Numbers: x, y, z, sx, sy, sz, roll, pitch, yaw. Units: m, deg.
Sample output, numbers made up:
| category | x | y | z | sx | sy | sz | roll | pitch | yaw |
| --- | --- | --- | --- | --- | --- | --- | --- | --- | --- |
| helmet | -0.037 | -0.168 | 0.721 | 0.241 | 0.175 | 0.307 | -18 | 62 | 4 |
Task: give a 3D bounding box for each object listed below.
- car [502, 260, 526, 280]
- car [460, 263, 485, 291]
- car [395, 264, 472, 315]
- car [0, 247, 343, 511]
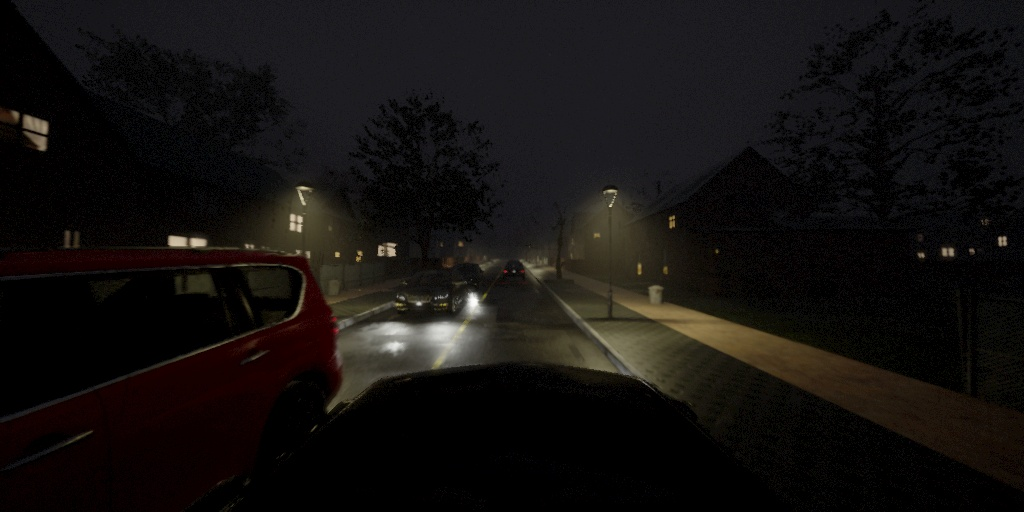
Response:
| category | x | y | z | sx | sy | sz | roll | pitch | yaw |
| --- | --- | --- | --- | --- | --- | --- | --- | --- | --- |
| car | 0.171 | 1.184 | 29.069 | 2.033 | 1.411 | 5.357 | 0 | 0 | 1 |
| car | -2.679 | 1.173 | 21.153 | 1.837 | 1.490 | 4.892 | 0 | 0 | 0 |
| car | -2.803 | 1.206 | 13.291 | 1.837 | 1.490 | 4.892 | 0 | 0 | 0 |
| car | -2.859 | 0.965 | 1.526 | 2.150 | 2.045 | 5.566 | 0 | 1 | 0 |
